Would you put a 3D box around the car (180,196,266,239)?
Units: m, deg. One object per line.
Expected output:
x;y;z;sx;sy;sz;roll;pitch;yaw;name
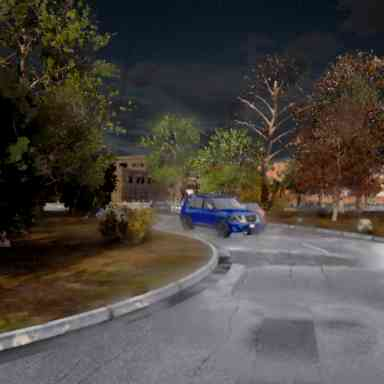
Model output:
1.409;1.233;17.950;2.150;2.045;5.566;1;0;-31;car

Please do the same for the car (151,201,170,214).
-3.465;1.620;35.901;1.994;1.385;4.181;1;0;-10;car

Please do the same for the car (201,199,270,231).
2.730;1.397;22.056;2.097;1.767;4.553;1;0;-32;car
